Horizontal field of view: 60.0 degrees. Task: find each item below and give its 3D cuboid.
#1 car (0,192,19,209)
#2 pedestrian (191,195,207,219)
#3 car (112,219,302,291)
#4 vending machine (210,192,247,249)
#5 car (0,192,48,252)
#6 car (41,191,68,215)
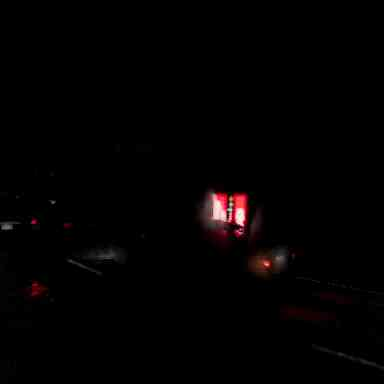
[{"bbox_3d":[-17.450,0.738,31.125,2.033,1.411,5.357,1,1,-25],"label":"car"},{"bbox_3d":[0.287,0.969,12.905,0.375,1.860,0.375,1,1,-42],"label":"pedestrian"},{"bbox_3d":[0.082,1.428,8.802,5.357,1.411,2.033,2,1,44],"label":"car"},{"bbox_3d":[1.439,1.047,12.947,1.100,2.100,0.880,0,1,-43],"label":"vending machine"},{"bbox_3d":[-6.895,1.042,11.705,2.097,1.767,4.553,1,1,-38],"label":"car"},{"bbox_3d":[-10.934,0.757,25.788,2.097,1.767,4.553,1,1,-27],"label":"car"}]
